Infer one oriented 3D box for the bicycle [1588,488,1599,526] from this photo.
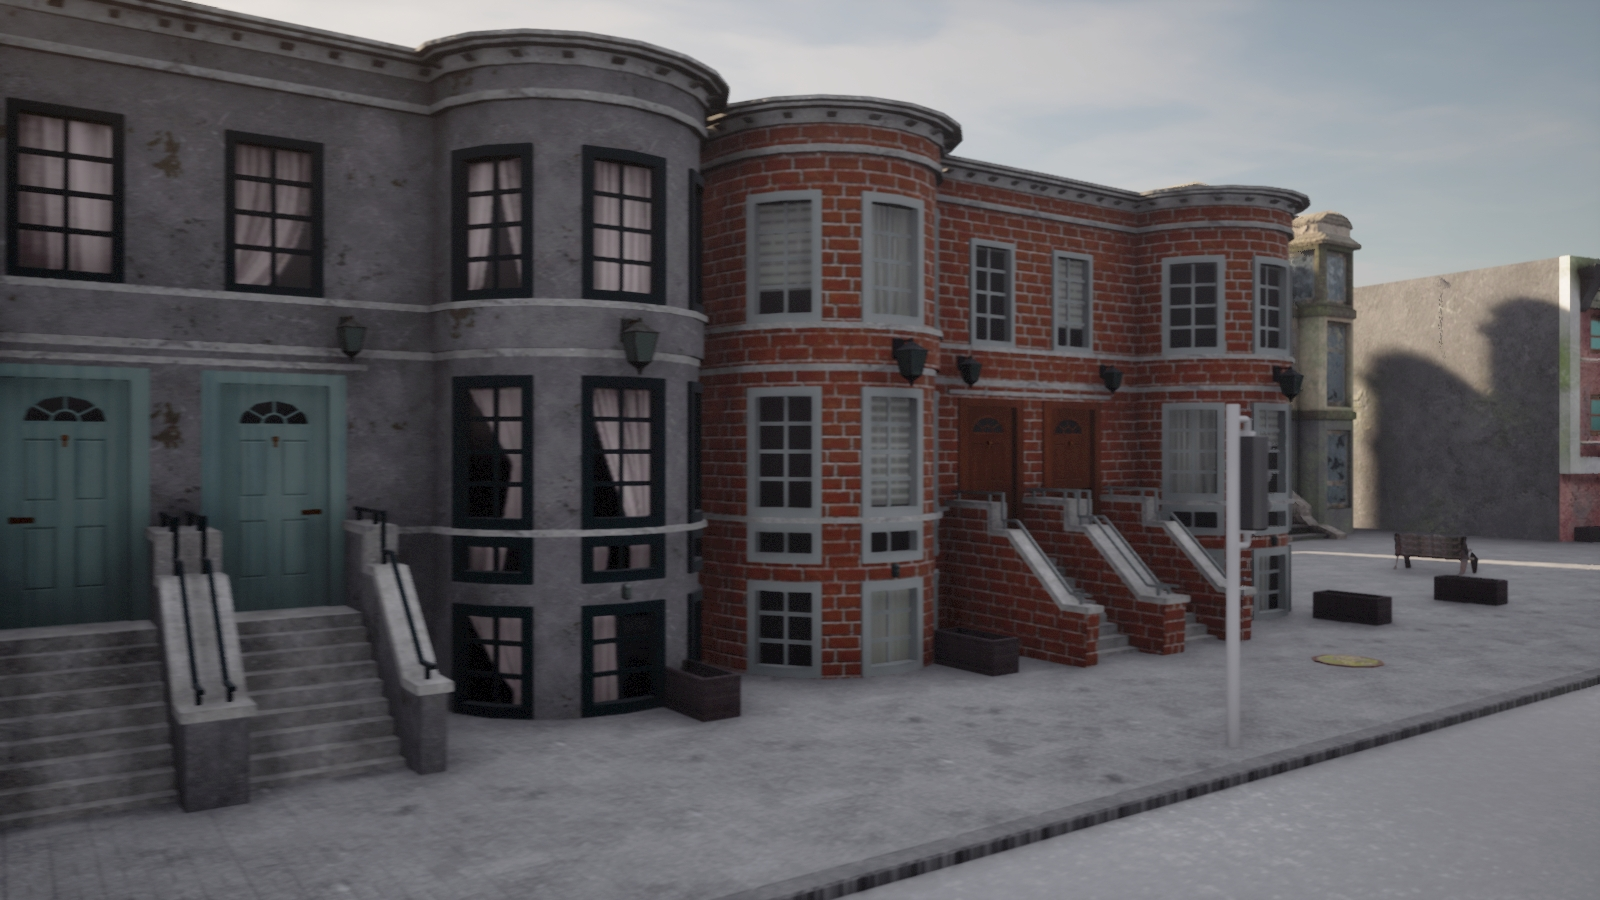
[{"bbox_3d":[27.624,1.945,38.452,0.329,1.271,1.835,0,0,-35],"label":"bicycle"}]
